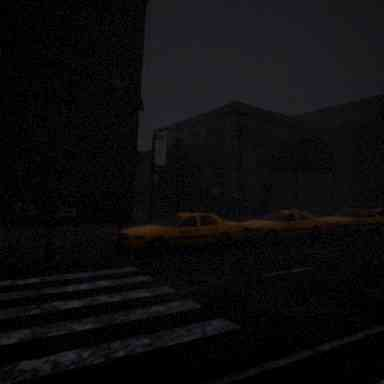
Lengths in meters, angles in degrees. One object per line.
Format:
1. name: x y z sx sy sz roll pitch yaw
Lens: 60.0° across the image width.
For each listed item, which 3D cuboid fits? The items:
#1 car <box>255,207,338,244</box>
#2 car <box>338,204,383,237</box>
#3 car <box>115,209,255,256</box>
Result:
1. car: 4.406 1.543 16.169 5.366 1.575 1.946 1 0 -32
2. car: 9.110 1.598 19.067 5.366 1.575 1.946 1 0 -32
3. car: -0.301 1.491 13.281 5.366 1.575 1.946 1 0 -31
